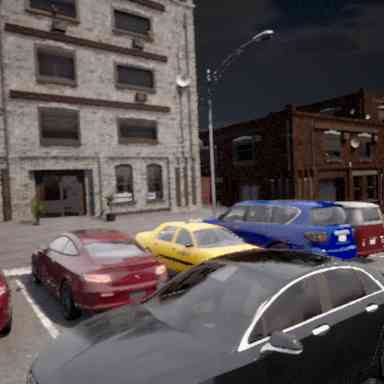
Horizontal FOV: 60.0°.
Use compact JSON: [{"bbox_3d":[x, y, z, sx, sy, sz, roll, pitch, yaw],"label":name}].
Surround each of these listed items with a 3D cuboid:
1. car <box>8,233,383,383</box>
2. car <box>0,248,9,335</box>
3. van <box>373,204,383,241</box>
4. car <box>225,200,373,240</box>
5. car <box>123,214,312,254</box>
[{"bbox_3d":[0.766,1.523,3.904,4.892,1.490,1.837,1,0,-35],"label":"car"},{"bbox_3d":[-4.400,1.518,5.862,2.002,1.452,4.674,0,0,-36],"label":"car"},{"bbox_3d":[4.515,1.320,12.378,1.878,1.987,4.442,0,0,-36],"label":"van"},{"bbox_3d":[2.295,1.278,10.684,2.435,2.045,5.566,0,0,-36],"label":"car"},{"bbox_3d":[0.249,1.509,8.959,1.946,1.575,5.366,0,0,-36],"label":"car"}]
